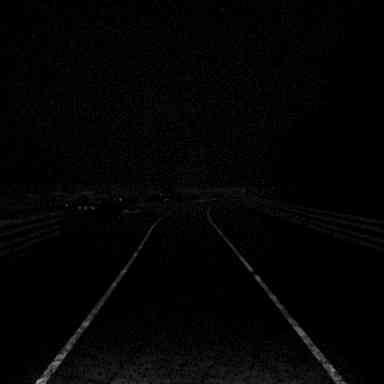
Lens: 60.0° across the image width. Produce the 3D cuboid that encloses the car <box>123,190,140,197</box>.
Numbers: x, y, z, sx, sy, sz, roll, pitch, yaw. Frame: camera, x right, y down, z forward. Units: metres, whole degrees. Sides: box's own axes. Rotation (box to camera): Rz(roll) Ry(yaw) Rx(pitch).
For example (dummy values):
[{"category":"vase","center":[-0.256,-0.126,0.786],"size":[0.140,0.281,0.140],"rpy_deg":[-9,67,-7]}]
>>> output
[{"category":"car","center":[-15.495,0.385,85.465],"size":[2.128,1.511,4.902],"rpy_deg":[0,1,18]}]

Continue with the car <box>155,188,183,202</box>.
[{"category":"car","center":[-3.431,0.513,54.231],"size":[2.150,2.045,5.566],"rpy_deg":[0,1,18]}]

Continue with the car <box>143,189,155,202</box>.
[{"category":"car","center":[-6.776,0.789,55.260],"size":[2.128,1.511,4.902],"rpy_deg":[0,1,18]}]

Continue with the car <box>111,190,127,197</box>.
[{"category":"car","center":[-18.922,0.371,86.240],"size":[1.837,1.490,4.892],"rpy_deg":[0,1,18]}]

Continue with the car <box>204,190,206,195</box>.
[{"category":"car","center":[3.598,0.240,87.723],"size":[1.994,1.385,4.181],"rpy_deg":[0,1,18]}]

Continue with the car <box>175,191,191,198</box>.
[{"category":"car","center":[-1.891,0.566,70.547],"size":[1.994,1.385,4.181],"rpy_deg":[0,1,18]}]

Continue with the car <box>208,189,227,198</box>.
[{"category":"car","center":[5.385,0.522,70.320],"size":[1.994,1.385,4.181],"rpy_deg":[0,1,18]}]

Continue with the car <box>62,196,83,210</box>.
[{"category":"car","center":[-12.527,1.163,37.264],"size":[1.812,1.442,4.674],"rpy_deg":[0,1,18]}]

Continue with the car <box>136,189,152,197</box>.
[{"category":"car","center":[-12.154,0.208,84.426],"size":[2.097,1.767,4.553],"rpy_deg":[0,1,18]}]

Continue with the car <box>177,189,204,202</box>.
[{"category":"car","center":[-0.110,0.777,53.129],"size":[2.128,1.511,4.902],"rpy_deg":[0,1,18]}]

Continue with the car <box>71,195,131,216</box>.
[{"category":"car","center":[-7.777,1.287,29.135],"size":[2.033,1.411,5.357],"rpy_deg":[0,1,18]}]

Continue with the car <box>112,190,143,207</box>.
[{"category":"car","center":[-8.114,0.919,39.579],"size":[2.097,1.767,4.553],"rpy_deg":[0,1,18]}]

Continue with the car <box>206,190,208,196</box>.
[{"category":"car","center":[5.711,0.277,82.838],"size":[1.812,1.442,4.674],"rpy_deg":[0,1,18]}]

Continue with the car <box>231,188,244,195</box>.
[{"category":"car","center":[12.094,0.109,91.312],"size":[2.033,1.411,5.357],"rpy_deg":[0,1,18]}]
